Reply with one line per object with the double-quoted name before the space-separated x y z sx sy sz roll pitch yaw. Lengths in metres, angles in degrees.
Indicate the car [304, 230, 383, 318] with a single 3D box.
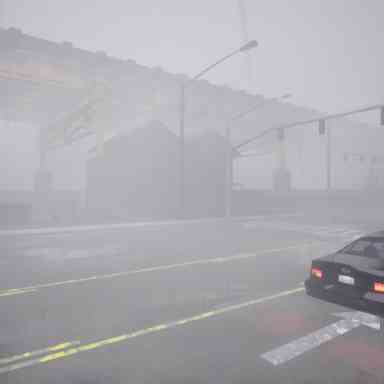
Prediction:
"car" 4.692 1.547 7.133 5.357 1.411 2.033 0 0 -35
